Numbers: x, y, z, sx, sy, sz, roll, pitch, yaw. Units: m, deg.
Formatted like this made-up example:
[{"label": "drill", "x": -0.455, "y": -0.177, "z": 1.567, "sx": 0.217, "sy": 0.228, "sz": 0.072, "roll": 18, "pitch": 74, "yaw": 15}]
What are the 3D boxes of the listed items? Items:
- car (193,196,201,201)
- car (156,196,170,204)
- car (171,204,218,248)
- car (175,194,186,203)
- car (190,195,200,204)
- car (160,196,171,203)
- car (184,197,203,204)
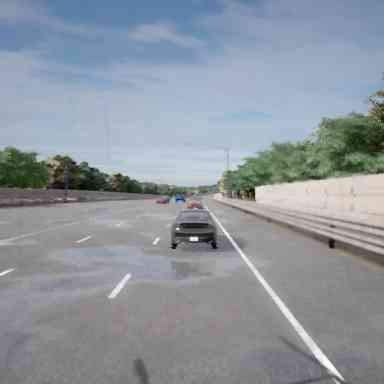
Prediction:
[{"label": "car", "x": 1.378, "y": 1.947, "z": 95.199, "sx": 2.033, "sy": 1.411, "sz": 5.357, "roll": 0, "pitch": -1, "yaw": 3}, {"label": "car", "x": -6.373, "y": 1.776, "z": 70.007, "sx": 1.994, "sy": 1.385, "sz": 4.181, "roll": 0, "pitch": 0, "yaw": 1}, {"label": "car", "x": 0.098, "y": 1.521, "z": 14.913, "sx": 1.837, "sy": 1.490, "sz": 4.892, "roll": 0, "pitch": 0, "yaw": 1}, {"label": "car", "x": -2.746, "y": 1.440, "z": 78.721, "sx": 2.150, "sy": 2.045, "sz": 5.566, "roll": 0, "pitch": 0, "yaw": 2}, {"label": "car", "x": 0.627, "y": 1.584, "z": 69.910, "sx": 2.097, "sy": 1.767, "sz": 4.553, "roll": 0, "pitch": 0, "yaw": 1}, {"label": "car", "x": -6.246, "y": 1.689, "z": 78.760, "sx": 1.882, "sy": 1.535, "sz": 5.008, "roll": 0, "pitch": 0, "yaw": 2}, {"label": "car", "x": 0.326, "y": 1.624, "z": 38.623, "sx": 1.812, "sy": 1.442, "sz": 4.674, "roll": 0, "pitch": 0, "yaw": 1}]
